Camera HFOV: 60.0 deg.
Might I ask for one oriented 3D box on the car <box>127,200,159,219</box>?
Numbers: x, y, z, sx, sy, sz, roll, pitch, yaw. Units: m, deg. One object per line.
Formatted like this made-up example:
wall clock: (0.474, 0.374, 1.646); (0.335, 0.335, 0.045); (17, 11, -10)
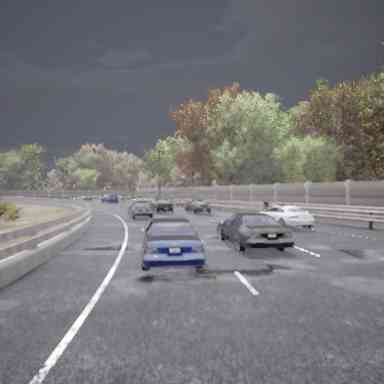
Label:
car: (-4.822, 1.644, 30.618); (2.033, 1.411, 5.357); (0, 0, -17)

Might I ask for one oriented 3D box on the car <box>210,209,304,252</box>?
car: (2.432, 1.580, 14.066); (2.033, 1.411, 5.357); (0, 0, -8)

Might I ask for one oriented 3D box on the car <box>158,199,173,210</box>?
car: (-3.553, 1.590, 37.440); (1.882, 1.535, 5.008); (0, 0, -20)

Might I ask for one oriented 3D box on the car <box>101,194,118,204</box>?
car: (-17.334, 1.464, 69.994); (2.150, 2.045, 5.566); (0, 0, -33)

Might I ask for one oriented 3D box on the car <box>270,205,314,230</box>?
car: (5.767, 1.568, 21.128); (1.812, 1.442, 4.674); (0, 0, -18)

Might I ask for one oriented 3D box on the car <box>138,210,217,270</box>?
car: (-0.735, 1.581, 11.196); (2.033, 1.411, 5.357); (0, 0, -6)

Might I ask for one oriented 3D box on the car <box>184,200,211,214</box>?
car: (0.577, 1.623, 36.223); (1.812, 1.442, 4.674); (0, 0, -19)
